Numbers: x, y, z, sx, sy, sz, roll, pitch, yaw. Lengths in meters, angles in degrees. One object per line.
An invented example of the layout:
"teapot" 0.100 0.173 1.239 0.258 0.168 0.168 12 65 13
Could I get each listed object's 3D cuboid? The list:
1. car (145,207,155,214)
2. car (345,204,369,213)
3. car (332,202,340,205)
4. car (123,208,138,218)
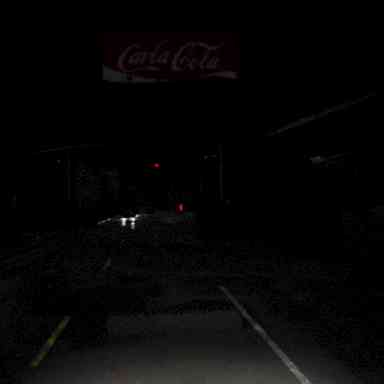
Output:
"car" -8.759 3.916 69.446 1.812 1.442 4.674 -1 -2 -7
"car" 28.000 2.746 56.712 2.007 1.523 4.514 -1 -2 -8
"car" 31.925 3.111 75.889 1.932 1.855 4.605 -1 -2 -8
"car" -10.680 3.683 56.507 1.812 1.442 4.674 -1 -2 -7
